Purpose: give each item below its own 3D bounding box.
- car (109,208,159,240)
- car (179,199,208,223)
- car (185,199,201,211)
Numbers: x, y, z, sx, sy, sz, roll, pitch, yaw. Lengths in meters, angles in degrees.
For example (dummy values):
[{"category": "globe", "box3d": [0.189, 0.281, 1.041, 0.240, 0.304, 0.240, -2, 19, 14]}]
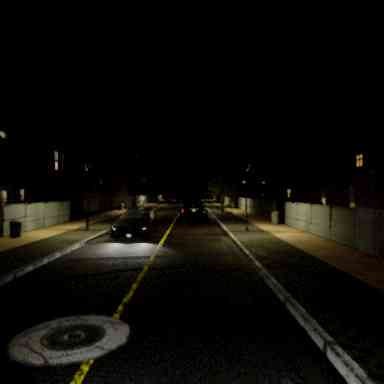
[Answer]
[{"category": "car", "box3d": [-2.809, 1.567, 17.462, 2.033, 1.411, 5.357, 0, 0, 0]}, {"category": "car", "box3d": [0.113, 1.384, 26.233, 2.097, 1.767, 4.553, 0, 0, 0]}, {"category": "car", "box3d": [0.119, 1.622, 43.000, 1.994, 1.385, 4.181, 0, 0, 0]}]
